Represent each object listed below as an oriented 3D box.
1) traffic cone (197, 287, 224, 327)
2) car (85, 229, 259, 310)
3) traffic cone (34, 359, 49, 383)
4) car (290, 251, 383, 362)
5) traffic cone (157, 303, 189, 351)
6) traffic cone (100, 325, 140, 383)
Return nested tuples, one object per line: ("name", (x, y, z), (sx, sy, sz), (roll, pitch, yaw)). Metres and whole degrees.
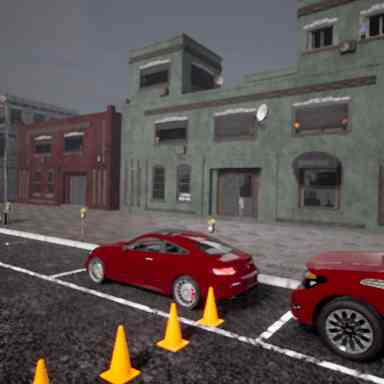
("traffic cone", (0.312, 1.897, 5.602), (0.340, 0.580, 0.340), (2, 1, 36))
("car", (-0.593, 1.485, 7.441), (4.206, 1.307, 1.802), (2, 1, 36))
("traffic cone", (-1.440, 1.894, 3.167), (0.340, 0.580, 0.340), (2, 1, 36))
("car", (3.912, 1.337, 4.195), (5.009, 1.841, 2.192), (2, 1, 36))
("traffic cone", (-0.272, 1.896, 4.791), (0.340, 0.580, 0.340), (1, 1, 36))
("traffic cone", (-0.856, 1.895, 3.979), (0.340, 0.580, 0.340), (2, 1, 36))
